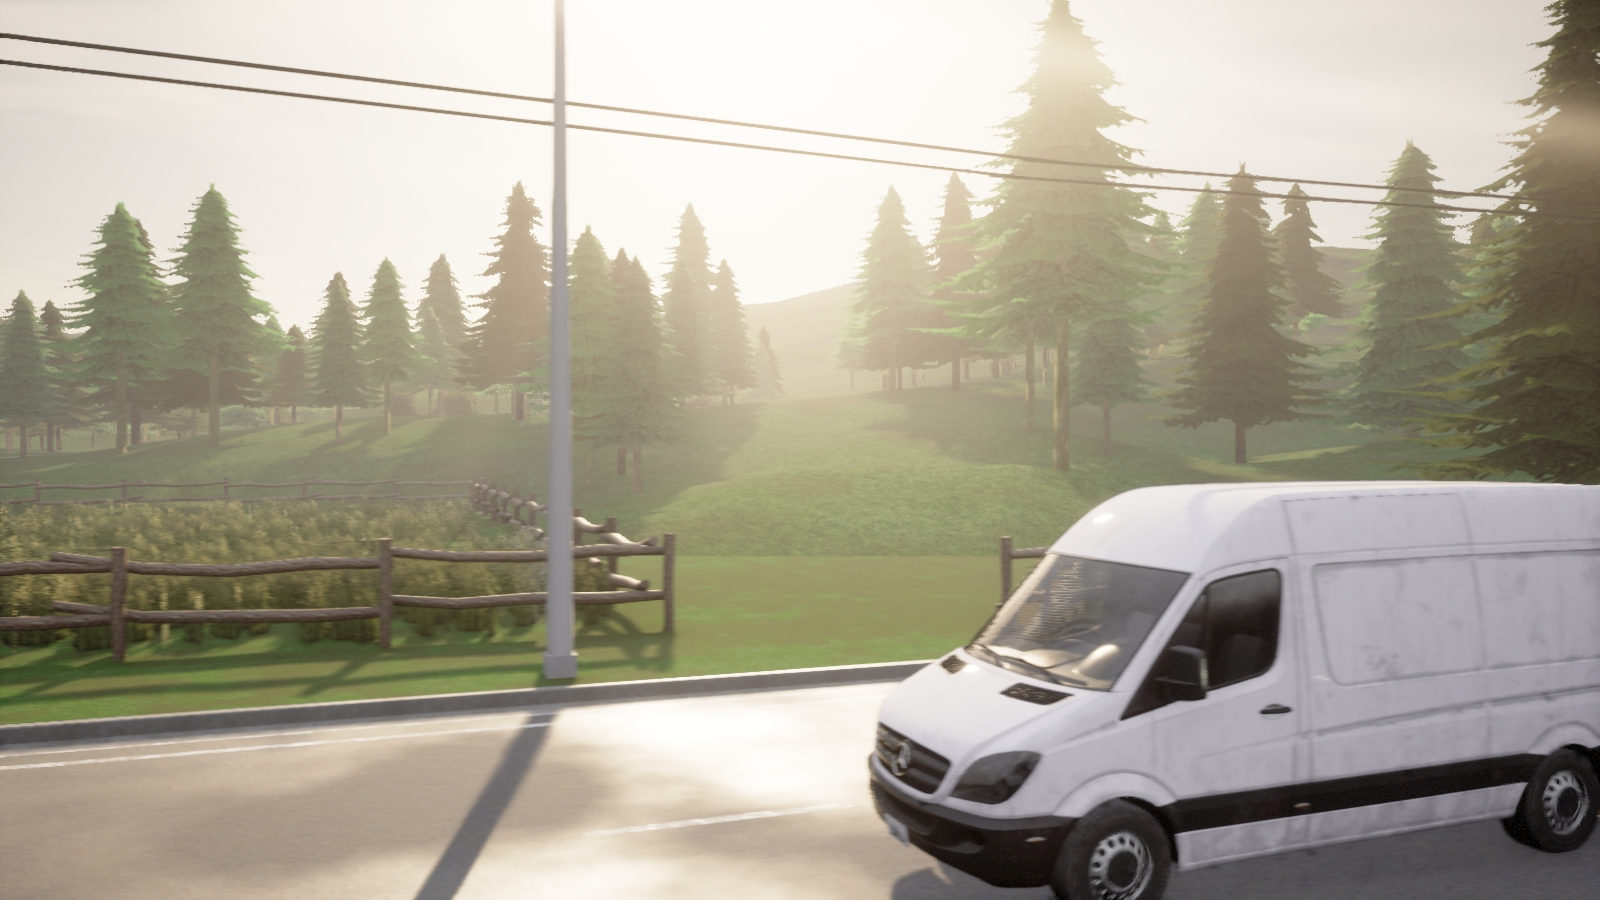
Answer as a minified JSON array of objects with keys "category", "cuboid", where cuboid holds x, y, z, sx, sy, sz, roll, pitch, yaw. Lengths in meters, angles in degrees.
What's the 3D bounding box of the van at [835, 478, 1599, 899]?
[{"category":"van","cuboid":[3.368,1.533,8.253,5.915,2.561,1.988,0,0,-20]}]
